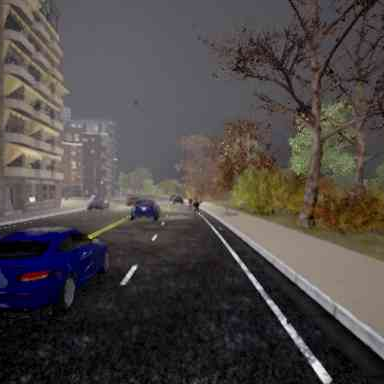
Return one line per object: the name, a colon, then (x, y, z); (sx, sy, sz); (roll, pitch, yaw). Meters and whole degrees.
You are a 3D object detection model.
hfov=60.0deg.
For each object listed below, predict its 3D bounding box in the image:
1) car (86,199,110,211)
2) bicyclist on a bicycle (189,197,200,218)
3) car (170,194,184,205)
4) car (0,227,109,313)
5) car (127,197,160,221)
car: (-11.040, 1.513, 39.629); (2.033, 1.411, 5.357); (0, 0, -3)
bicyclist on a bicycle: (0.353, 1.339, 26.340); (0.659, 1.776, 1.843); (0, 0, -2)
car: (-2.417, 1.434, 57.568); (1.837, 1.490, 4.892); (0, 1, -5)
car: (-3.219, 1.521, 7.525); (1.812, 1.442, 4.674); (0, 0, -1)
car: (-3.749, 1.324, 27.423); (2.097, 1.767, 4.553); (0, 0, -2)
